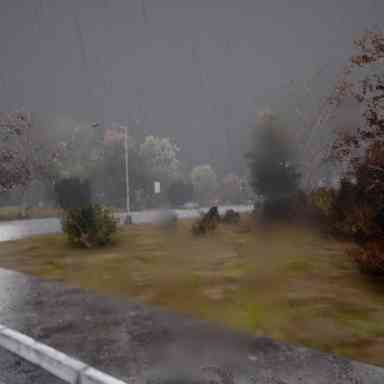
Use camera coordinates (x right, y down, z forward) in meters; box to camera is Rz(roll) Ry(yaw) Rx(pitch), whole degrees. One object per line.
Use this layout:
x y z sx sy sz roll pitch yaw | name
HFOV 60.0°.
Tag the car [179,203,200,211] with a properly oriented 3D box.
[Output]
-0.415 2.522 57.198 1.994 1.385 4.181 -3 -2 32 | car
